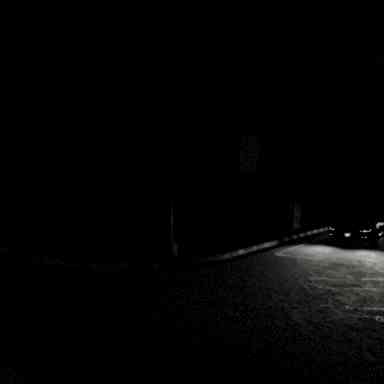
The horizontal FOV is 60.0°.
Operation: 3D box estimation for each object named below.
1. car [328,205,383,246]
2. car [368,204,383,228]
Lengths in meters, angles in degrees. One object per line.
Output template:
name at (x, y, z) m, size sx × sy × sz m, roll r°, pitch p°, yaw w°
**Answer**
car at (7.883, 1.509, 15.548) m, size 1.837 × 1.490 × 4.892 m, roll 0°, pitch 0°, yaw 39°
car at (13.440, 1.558, 22.503) m, size 1.994 × 1.385 × 4.181 m, roll 0°, pitch 0°, yaw 39°
